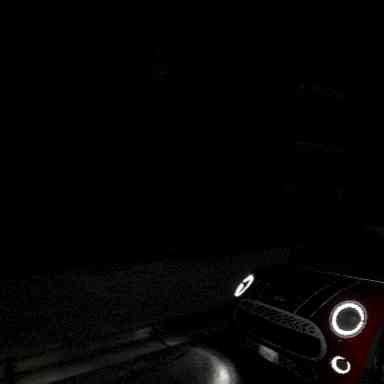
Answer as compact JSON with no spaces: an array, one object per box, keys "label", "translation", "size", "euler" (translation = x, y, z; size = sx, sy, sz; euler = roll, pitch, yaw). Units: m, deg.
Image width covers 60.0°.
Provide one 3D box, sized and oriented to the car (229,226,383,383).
[{"label":"car","translation":[2.763,1.390,5.344],"size":[4.553,1.767,2.097],"euler":[1,0,-35]}]
